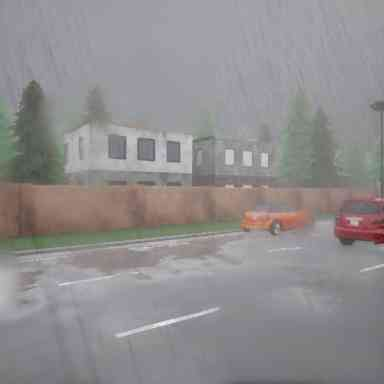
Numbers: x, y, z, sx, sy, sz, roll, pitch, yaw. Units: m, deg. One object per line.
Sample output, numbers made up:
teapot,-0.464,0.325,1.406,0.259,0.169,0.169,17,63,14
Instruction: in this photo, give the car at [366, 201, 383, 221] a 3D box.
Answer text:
car,16.713,1.516,28.059,4.892,1.490,1.837,0,0,-38

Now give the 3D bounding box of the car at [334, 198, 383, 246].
car,8.293,1.257,14.084,5.566,2.045,2.150,0,0,-35

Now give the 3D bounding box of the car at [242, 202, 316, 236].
car,4.950,1.365,18.668,4.553,1.767,2.097,0,0,-38
